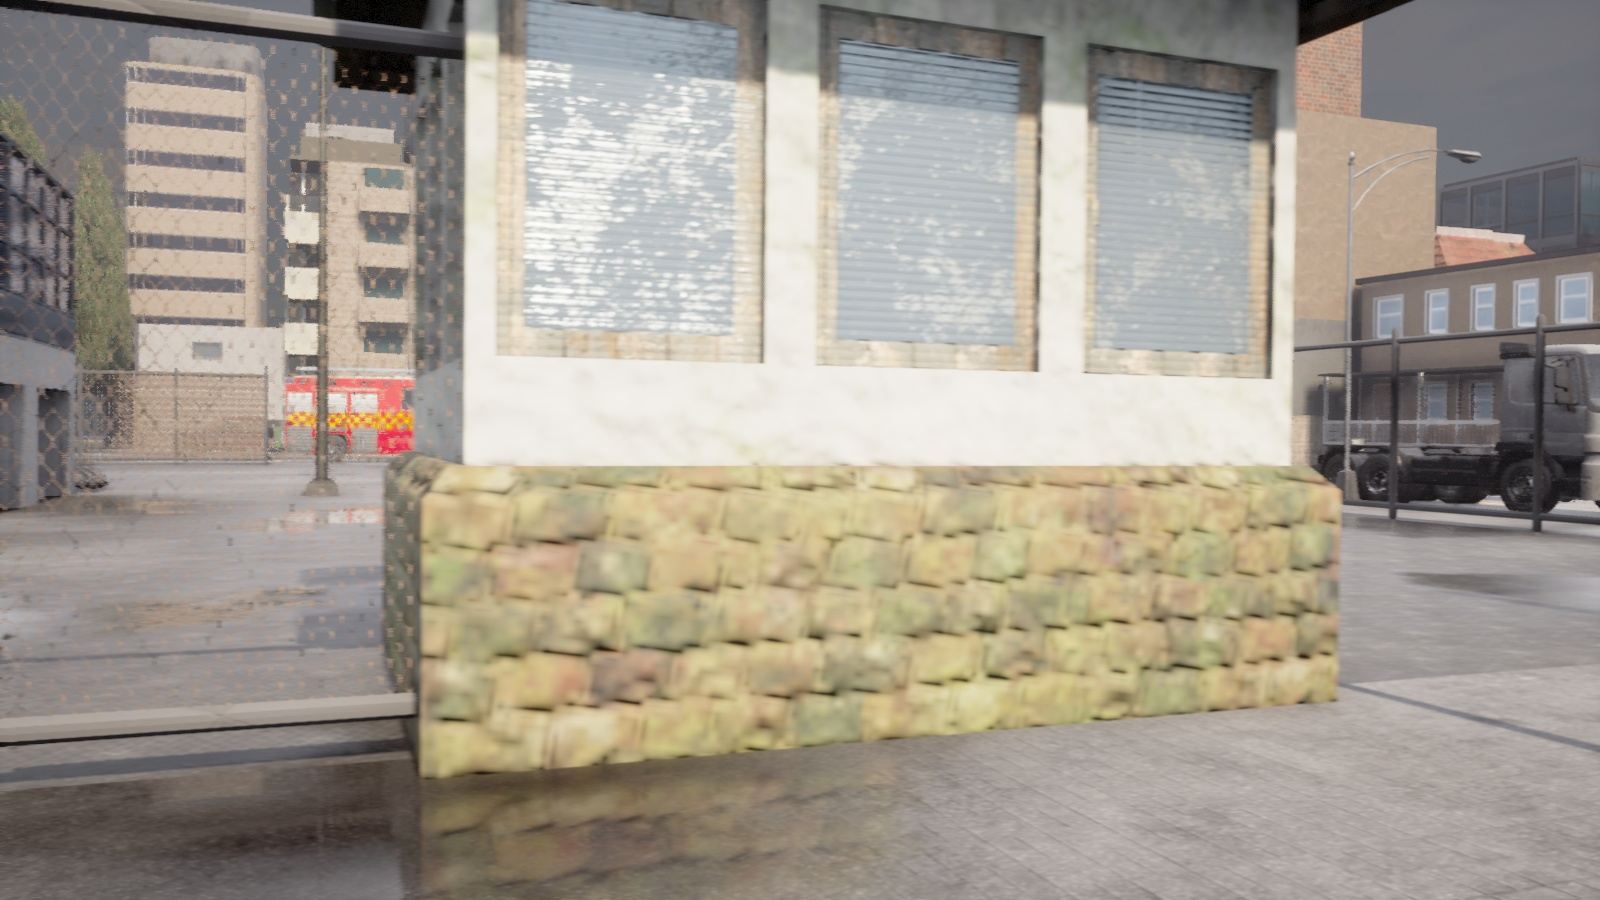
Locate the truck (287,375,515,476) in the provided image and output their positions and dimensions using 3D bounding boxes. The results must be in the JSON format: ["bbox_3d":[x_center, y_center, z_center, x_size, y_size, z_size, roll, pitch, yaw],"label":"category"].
[{"bbox_3d":[-16.034,-1.019,50.698,8.468,3.827,2.891,-1,1,-20],"label":"truck"}]

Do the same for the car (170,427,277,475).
[{"bbox_3d":[-23.813,0.005,52.006,3.866,1.878,1.905,-1,1,-21],"label":"car"}]

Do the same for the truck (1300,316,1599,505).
[{"bbox_3d":[14.749,-0.786,27.179,2.891,3.462,7.936,-1,1,-18],"label":"truck"}]
